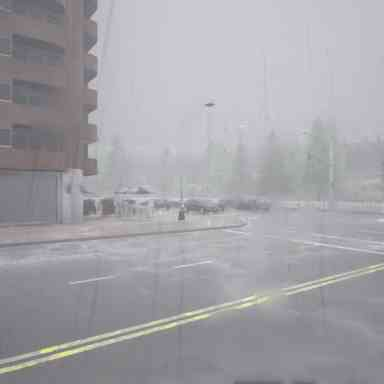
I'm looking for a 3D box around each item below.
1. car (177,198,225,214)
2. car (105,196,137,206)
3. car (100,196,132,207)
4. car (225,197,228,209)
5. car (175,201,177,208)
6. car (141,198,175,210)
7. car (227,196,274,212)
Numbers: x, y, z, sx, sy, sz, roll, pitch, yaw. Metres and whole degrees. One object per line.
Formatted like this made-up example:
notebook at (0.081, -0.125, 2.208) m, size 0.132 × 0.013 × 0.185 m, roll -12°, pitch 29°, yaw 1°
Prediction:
car at (0.842, 1.448, 34.296) m, size 1.837 × 1.490 × 4.892 m, roll 0°, pitch 0°, yaw -35°
car at (-11.356, 1.434, 53.171) m, size 4.902 × 1.511 × 2.128 m, roll 0°, pitch 0°, yaw 29°
car at (-11.482, 1.435, 49.090) m, size 4.902 × 1.511 × 2.128 m, roll 0°, pitch 0°, yaw 34°
car at (1.883, 1.544, 38.892) m, size 1.895 × 1.301 × 4.718 m, roll 0°, pitch 0°, yaw -36°
car at (-3.618, 1.544, 46.229) m, size 1.895 × 1.301 × 4.718 m, roll 0°, pitch 0°, yaw -40°
car at (-4.532, 1.544, 41.815) m, size 1.895 × 1.301 × 4.718 m, roll 0°, pitch 0°, yaw -37°
car at (6.919, 1.490, 38.223) m, size 2.033 × 1.411 × 5.357 m, roll 0°, pitch 0°, yaw -35°
